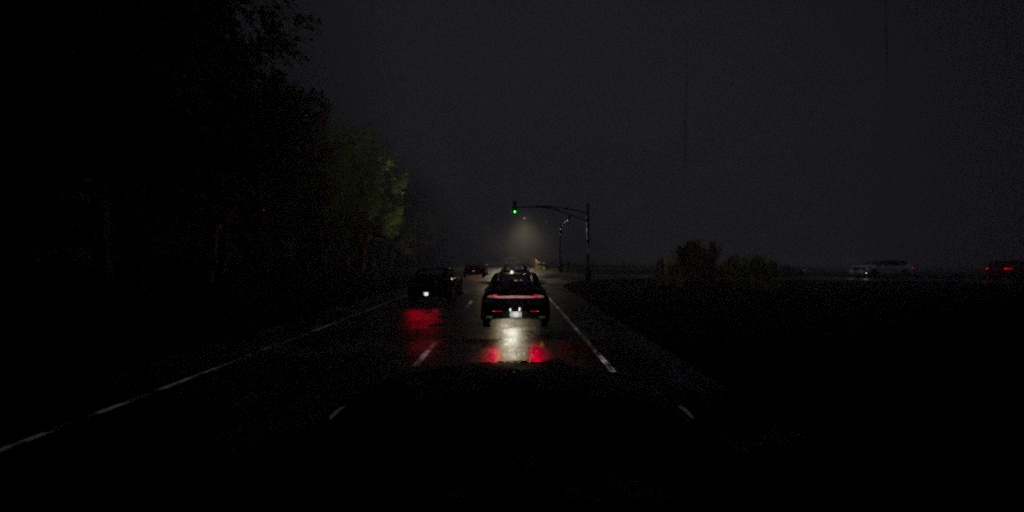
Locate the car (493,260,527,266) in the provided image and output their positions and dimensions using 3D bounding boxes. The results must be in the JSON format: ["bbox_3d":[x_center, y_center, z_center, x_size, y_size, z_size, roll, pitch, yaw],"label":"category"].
[{"bbox_3d":[0.267,1.203,22.709,2.128,1.511,4.902,0,0,3],"label":"car"}]

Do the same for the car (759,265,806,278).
[{"bbox_3d":[29.335,1.614,38.964,4.181,1.385,1.994,1,-1,1],"label":"car"}]

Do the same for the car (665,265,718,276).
[{"bbox_3d":[19.388,1.489,39.008,5.357,1.411,2.033,1,-1,0],"label":"car"}]

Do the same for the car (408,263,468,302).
[{"bbox_3d":[-3.410,1.229,16.644,1.837,1.490,4.892,0,0,0],"label":"car"}]

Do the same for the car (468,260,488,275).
[{"bbox_3d":[-3.423,1.167,34.463,1.882,1.535,5.008,0,0,0],"label":"car"}]

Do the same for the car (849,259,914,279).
[{"bbox_3d":[40.055,1.389,38.925,5.566,2.045,2.150,1,-1,0],"label":"car"}]

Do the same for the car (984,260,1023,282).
[{"bbox_3d":[50.254,1.447,35.280,5.566,2.045,2.150,1,-1,1],"label":"car"}]

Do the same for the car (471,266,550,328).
[{"bbox_3d":[0.094,1.225,11.310,2.128,1.511,4.902,0,0,0],"label":"car"}]
